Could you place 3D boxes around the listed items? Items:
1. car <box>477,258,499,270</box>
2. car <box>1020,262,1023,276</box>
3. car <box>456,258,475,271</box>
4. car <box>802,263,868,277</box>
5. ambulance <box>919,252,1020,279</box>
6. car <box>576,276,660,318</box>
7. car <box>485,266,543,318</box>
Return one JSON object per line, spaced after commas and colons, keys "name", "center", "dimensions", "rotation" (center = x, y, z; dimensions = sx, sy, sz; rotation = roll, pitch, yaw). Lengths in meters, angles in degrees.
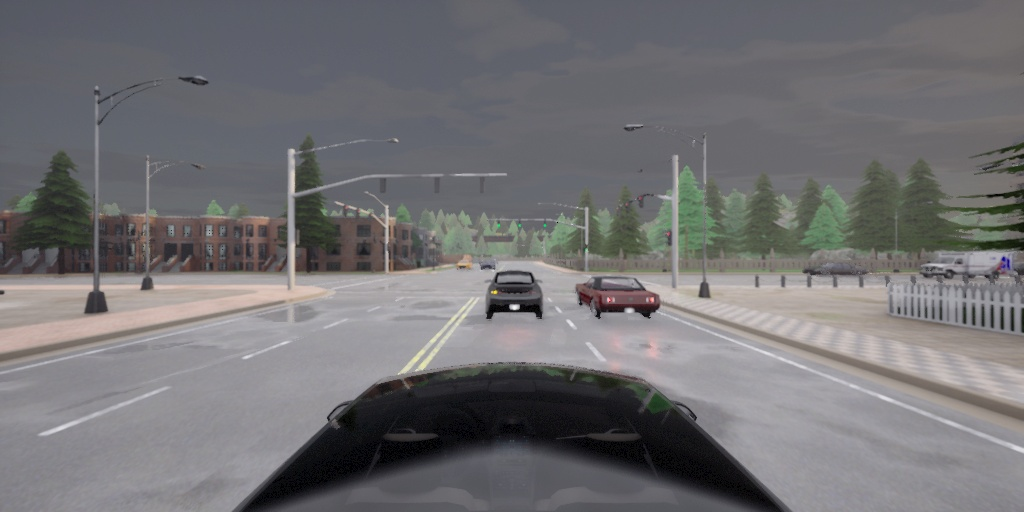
{"name": "car", "center": [-3.554, 1.206, 53.622], "dimensions": [2.097, 1.767, 4.553], "rotation": [0, 0, 0]}
{"name": "car", "center": [50.968, 1.381, 36.200], "dimensions": [4.892, 1.490, 1.837], "rotation": [0, 0, 0]}
{"name": "car", "center": [-7.054, 1.330, 53.245], "dimensions": [1.882, 1.535, 5.008], "rotation": [0, 0, 0]}
{"name": "car", "center": [32.697, 1.368, 36.315], "dimensions": [5.357, 1.411, 2.033], "rotation": [0, 0, 0]}
{"name": "ambulance", "center": [41.255, 0.842, 32.710], "dimensions": [6.366, 2.431, 2.351], "rotation": [0, 0, 0]}
{"name": "car", "center": [3.585, 1.374, 13.114], "dimensions": [1.895, 1.301, 4.718], "rotation": [0, 0, 0]}
{"name": "car", "center": [0.068, 1.278, 13.097], "dimensions": [1.837, 1.490, 4.892], "rotation": [0, 0, 0]}
